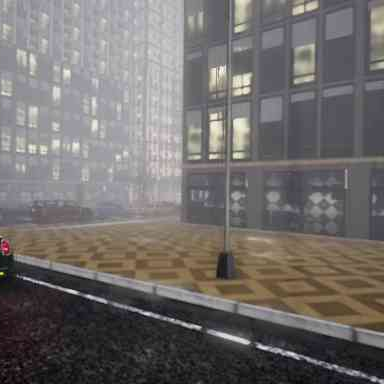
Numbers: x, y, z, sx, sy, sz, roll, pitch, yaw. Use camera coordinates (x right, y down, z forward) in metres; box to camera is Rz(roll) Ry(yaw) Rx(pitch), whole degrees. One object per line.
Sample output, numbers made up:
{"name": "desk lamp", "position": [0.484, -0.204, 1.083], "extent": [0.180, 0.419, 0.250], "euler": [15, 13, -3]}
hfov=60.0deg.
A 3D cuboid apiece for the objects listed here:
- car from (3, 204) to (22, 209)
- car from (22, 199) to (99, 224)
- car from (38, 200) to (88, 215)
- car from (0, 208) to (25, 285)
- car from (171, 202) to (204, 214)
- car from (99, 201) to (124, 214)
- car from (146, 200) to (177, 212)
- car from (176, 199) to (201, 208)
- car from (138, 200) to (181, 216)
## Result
{"name": "car", "position": [-15.888, 1.705, 29.430], "extent": [1.895, 1.301, 4.718], "euler": [1, 0, 36]}
{"name": "car", "position": [-10.517, 1.522, 26.963], "extent": [2.192, 1.841, 5.009], "euler": [1, 0, 36]}
{"name": "car", "position": [-14.009, 1.646, 36.340], "extent": [1.752, 1.417, 4.829], "euler": [1, 0, 36]}
{"name": "car", "position": [-6.427, 1.346, 8.268], "extent": [4.553, 1.767, 2.097], "euler": [0, 0, 35]}
{"name": "car", "position": [-0.463, 1.938, 40.570], "extent": [1.802, 1.307, 4.206], "euler": [1, 0, 36]}
{"name": "car", "position": [-10.096, 1.737, 37.267], "extent": [2.033, 1.411, 5.357], "euler": [1, 0, 37]}
{"name": "car", "position": [-4.115, 1.842, 45.336], "extent": [1.994, 1.385, 4.181], "euler": [1, 0, 37]}
{"name": "car", "position": [-0.504, 1.884, 54.613], "extent": [1.947, 1.339, 4.313], "euler": [1, 0, 36]}
{"name": "car", "position": [-3.714, 1.834, 36.171], "extent": [1.752, 1.417, 4.829], "euler": [1, 0, 36]}
